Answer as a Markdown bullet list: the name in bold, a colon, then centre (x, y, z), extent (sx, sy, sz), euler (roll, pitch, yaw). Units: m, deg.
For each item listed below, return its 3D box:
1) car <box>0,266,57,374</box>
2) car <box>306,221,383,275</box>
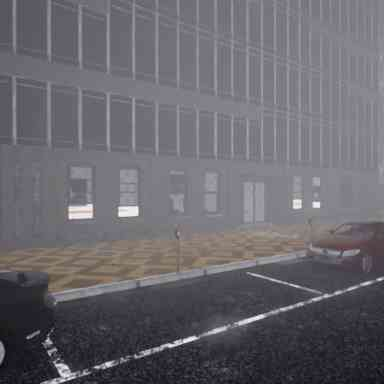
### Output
- **car**: centre (-3.909, 1.551, 3.771), extent (4.403, 1.369, 2.008), euler (0, 0, -36)
- **car**: centre (5.358, 1.582, 10.384), extent (4.206, 1.307, 1.802), euler (0, 0, -36)
